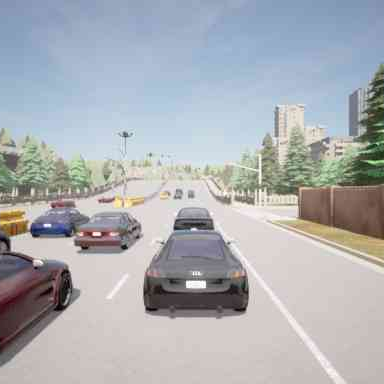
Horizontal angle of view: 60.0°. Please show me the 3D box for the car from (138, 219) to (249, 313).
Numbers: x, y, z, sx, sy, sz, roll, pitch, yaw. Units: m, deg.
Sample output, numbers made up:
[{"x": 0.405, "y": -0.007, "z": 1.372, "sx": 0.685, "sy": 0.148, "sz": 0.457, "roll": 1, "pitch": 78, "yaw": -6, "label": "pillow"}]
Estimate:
[{"x": 0.088, "y": 1.564, "z": 7.740, "sx": 1.994, "sy": 1.385, "sz": 4.181, "roll": 0, "pitch": 0, "yaw": 1, "label": "car"}]

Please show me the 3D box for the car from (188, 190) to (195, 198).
[{"x": -0.218, "y": 0.839, "z": 90.060, "sx": 1.837, "sy": 1.490, "sz": 4.892, "roll": 0, "pitch": 4, "yaw": 0, "label": "car"}]

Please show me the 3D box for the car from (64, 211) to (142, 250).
[{"x": -3.409, "y": 1.547, "z": 14.371, "sx": 2.033, "sy": 1.411, "sz": 5.357, "roll": 0, "pitch": 0, "yaw": 0, "label": "car"}]

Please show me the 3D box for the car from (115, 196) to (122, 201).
[{"x": -17.633, "y": 1.530, "z": 77.145, "sx": 1.895, "sy": 1.301, "sz": 4.718, "roll": 0, "pitch": 1, "yaw": 0, "label": "car"}]

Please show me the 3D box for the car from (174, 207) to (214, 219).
[{"x": 0.084, "y": 1.478, "z": 16.730, "sx": 1.882, "sy": 1.535, "sz": 5.008, "roll": 0, "pitch": 0, "yaw": 0, "label": "car"}]

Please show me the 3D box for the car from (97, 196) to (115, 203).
[{"x": -17.579, "y": 1.601, "z": 66.987, "sx": 1.895, "sy": 1.301, "sz": 4.718, "roll": 0, "pitch": 0, "yaw": 0, "label": "car"}]

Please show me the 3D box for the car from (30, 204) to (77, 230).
[{"x": -6.919, "y": 1.564, "z": 17.931, "sx": 1.994, "sy": 1.385, "sz": 4.181, "roll": 0, "pitch": 0, "yaw": 0, "label": "car"}]

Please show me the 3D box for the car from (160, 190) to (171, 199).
[{"x": -7.198, "y": 1.024, "z": 86.902, "sx": 1.882, "sy": 1.535, "sz": 5.008, "roll": 0, "pitch": 3, "yaw": 0, "label": "car"}]

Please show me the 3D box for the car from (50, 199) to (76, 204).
[{"x": -17.646, "y": 1.601, "z": 45.543, "sx": 1.895, "sy": 1.301, "sz": 4.718, "roll": 0, "pitch": 0, "yaw": 0, "label": "car"}]

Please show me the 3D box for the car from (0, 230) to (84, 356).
[{"x": -3.410, "y": 1.564, "z": 5.131, "sx": 1.994, "sy": 1.385, "sz": 4.181, "roll": 0, "pitch": 0, "yaw": 0, "label": "car"}]

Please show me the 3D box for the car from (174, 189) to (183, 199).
[{"x": -3.697, "y": 0.903, "z": 86.888, "sx": 2.097, "sy": 1.767, "sz": 4.553, "roll": 0, "pitch": 3, "yaw": 0, "label": "car"}]
